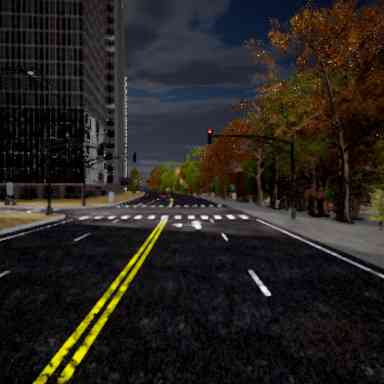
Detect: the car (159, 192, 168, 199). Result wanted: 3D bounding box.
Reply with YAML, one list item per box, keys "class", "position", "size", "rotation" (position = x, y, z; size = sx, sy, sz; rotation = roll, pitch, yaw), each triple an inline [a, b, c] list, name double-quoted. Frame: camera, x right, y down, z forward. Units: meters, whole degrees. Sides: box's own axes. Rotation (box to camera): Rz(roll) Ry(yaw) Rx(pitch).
- class: "car"
  position: [-5.641, 0.715, 66.348]
  size: [1.812, 1.442, 4.674]
  rotation: [0, 1, -4]
